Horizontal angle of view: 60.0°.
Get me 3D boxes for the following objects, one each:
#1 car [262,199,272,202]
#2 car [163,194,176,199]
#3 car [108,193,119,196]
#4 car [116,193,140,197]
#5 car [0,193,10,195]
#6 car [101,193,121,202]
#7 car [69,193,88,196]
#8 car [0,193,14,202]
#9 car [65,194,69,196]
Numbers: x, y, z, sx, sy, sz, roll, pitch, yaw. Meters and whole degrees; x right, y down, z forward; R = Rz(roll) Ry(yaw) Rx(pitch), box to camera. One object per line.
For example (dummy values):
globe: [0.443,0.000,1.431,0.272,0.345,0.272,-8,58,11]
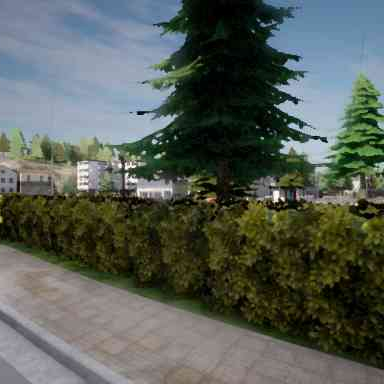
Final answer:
car: [9.908,1.478,44.353,5.008,1.535,1.882,0,0,-45]
car: [-2.229,1.221,37.447,5.566,2.045,2.150,0,0,-45]
car: [-15.205,1.097,70.344,4.605,1.855,1.932,0,0,-45]
car: [-9.685,1.384,53.909,3.806,1.475,1.970,0,0,-45]
car: [-23.122,1.330,40.952,5.027,1.636,2.152,0,0,-45]
car: [-17.533,1.077,72.131,3.866,1.878,1.905,0,0,-45]
car: [-26.486,1.153,81.271,5.027,1.636,2.152,0,0,-45]
car: [-41.101,1.097,71.348,4.605,1.855,1.932,0,0,-45]
car: [-31.208,1.232,85.629,3.806,1.475,1.970,0,0,-45]
